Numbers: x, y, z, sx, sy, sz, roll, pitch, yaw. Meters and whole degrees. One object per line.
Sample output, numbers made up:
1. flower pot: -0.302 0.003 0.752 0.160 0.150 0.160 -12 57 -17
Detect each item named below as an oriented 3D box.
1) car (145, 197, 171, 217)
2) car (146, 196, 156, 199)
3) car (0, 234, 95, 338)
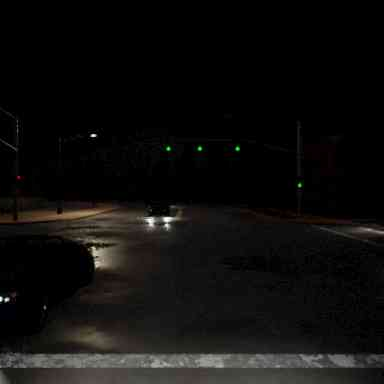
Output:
1. car: -3.055 1.558 31.960 1.837 1.490 4.892 0 0 -1
2. car: -6.700 1.498 57.631 2.128 1.511 4.902 1 0 -23
3. car: -3.427 1.569 6.608 1.994 1.385 4.181 0 0 1
